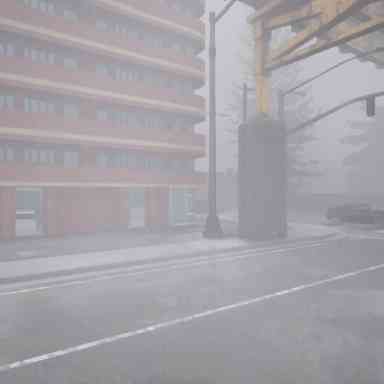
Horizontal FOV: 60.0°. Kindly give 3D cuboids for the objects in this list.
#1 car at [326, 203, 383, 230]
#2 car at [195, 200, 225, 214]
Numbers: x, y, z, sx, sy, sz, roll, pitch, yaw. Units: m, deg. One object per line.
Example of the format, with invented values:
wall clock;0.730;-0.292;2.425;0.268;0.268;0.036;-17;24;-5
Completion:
car;11.071;1.490;21.384;2.128;1.511;4.902;0;0;-32
car;1.525;1.560;35.233;1.812;1.442;4.674;0;0;-36
